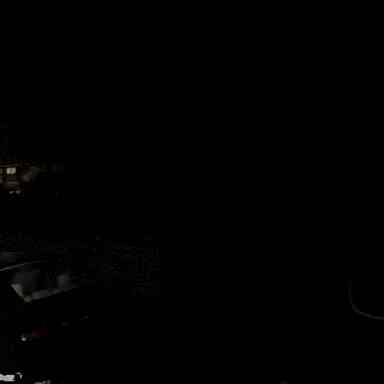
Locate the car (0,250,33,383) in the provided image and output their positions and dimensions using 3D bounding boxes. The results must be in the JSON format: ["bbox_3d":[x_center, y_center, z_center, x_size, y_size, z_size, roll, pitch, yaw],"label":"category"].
[{"bbox_3d":[-2.828,1.553,4.898,4.403,1.369,2.008,0,0,35],"label":"car"}]

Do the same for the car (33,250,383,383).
[{"bbox_3d":[1.579,1.315,1.766,5.009,1.841,2.192,0,0,35],"label":"car"}]
